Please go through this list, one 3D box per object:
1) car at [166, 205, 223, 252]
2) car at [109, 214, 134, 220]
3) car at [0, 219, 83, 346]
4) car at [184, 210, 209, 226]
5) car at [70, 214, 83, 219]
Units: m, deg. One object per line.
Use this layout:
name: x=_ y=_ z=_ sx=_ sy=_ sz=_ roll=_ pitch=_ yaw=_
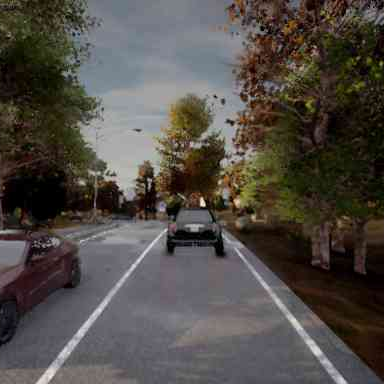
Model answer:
car: x=0.096 y=1.412 z=14.190 sx=2.097 sy=1.767 sz=4.553 roll=0 pitch=-1 yaw=0
car: x=-14.942 y=5.368 z=70.988 sx=2.033 sy=1.411 sz=5.357 roll=-4 pitch=-5 yaw=44
car: x=-3.597 y=1.507 z=6.409 sx=1.812 sy=1.442 sz=4.674 roll=0 pitch=0 yaw=0
car: x=0.508 y=2.316 z=29.839 sx=1.895 sy=1.301 sz=4.718 roll=0 pitch=-4 yaw=5
car: x=-18.801 y=4.204 z=54.281 sx=1.895 sy=1.301 sz=4.718 roll=1 pitch=-5 yaw=-15
